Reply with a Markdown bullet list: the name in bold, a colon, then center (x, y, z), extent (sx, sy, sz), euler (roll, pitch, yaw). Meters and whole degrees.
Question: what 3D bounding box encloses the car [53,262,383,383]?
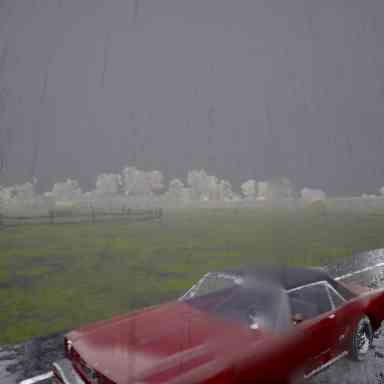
- **car**: center (0.770, 1.751, 4.466), extent (4.718, 1.301, 1.895), euler (0, -3, -40)
